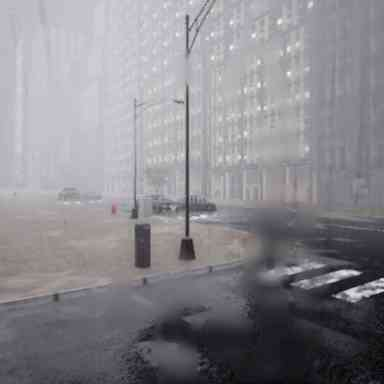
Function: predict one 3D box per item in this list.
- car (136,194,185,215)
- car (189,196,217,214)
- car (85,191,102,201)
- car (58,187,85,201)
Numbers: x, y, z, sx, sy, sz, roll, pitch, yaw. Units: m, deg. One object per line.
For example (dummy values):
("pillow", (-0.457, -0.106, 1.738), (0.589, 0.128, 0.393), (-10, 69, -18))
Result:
("car", (-2.751, 0.954, 26.545), (2.128, 1.511, 4.902), (0, 1, -35))
("car", (0.225, 1.036, 27.957), (1.994, 1.385, 4.181), (0, 1, -35))
("car", (-15.368, 0.570, 50.602), (2.033, 1.411, 5.357), (0, 1, -34))
("car", (-18.002, 0.249, 48.692), (2.150, 2.045, 5.566), (0, 1, -34))
